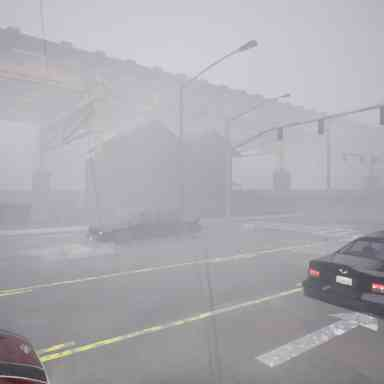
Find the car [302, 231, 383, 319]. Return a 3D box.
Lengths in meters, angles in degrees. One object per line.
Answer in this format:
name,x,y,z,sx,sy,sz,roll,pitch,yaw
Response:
car,4.632,1.547,7.093,5.357,1.411,2.033,0,0,-35

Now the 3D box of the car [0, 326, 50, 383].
car,-3.048,1.352,1.573,4.553,1.767,2.097,0,0,-36

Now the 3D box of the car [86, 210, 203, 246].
car,-2.037,1.547,15.440,5.357,1.411,2.033,0,0,-36
